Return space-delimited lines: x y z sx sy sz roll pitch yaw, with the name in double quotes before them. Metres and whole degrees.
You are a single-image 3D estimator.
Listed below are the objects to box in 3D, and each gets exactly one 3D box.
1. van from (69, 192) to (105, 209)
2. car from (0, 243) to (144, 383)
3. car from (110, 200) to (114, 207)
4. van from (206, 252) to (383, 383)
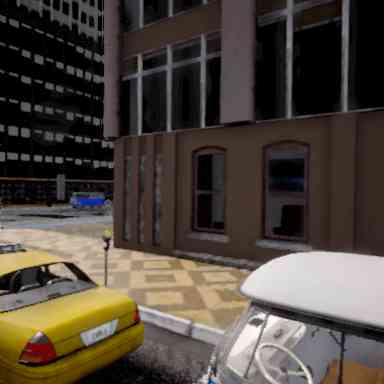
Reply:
"van" -11.571 0.950 36.749 1.690 1.788 3.998 1 0 36
"car" -2.872 1.440 4.921 4.829 1.417 1.752 1 1 35
"car" -8.260 1.219 41.374 1.802 1.307 4.206 1 0 36
"van" 1.880 1.354 1.532 3.998 1.788 1.690 1 1 35
